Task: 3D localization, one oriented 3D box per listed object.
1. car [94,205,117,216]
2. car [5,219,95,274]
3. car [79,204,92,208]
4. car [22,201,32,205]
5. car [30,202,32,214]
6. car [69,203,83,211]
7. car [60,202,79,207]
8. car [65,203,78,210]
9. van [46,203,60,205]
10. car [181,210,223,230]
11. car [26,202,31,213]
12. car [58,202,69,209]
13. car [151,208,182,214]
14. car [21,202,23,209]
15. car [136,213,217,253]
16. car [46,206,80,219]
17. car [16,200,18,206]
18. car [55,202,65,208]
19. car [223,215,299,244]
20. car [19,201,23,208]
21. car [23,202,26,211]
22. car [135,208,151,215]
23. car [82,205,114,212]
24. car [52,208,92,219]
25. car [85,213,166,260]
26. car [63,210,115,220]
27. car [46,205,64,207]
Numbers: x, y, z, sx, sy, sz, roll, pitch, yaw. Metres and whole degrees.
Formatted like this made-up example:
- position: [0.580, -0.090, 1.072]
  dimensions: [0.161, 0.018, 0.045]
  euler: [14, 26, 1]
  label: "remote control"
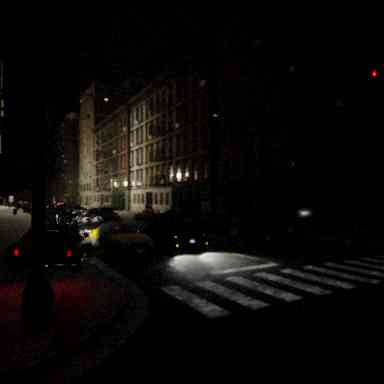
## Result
- position: [-12.133, 2.533, 46.502]
  dimensions: [2.008, 1.369, 4.403]
  euler: [0, -1, -30]
  label: "car"
- position: [-4.463, 1.757, 11.038]
  dimensions: [1.895, 1.301, 4.718]
  euler: [3, -3, -13]
  label: "car"
- position: [-17.467, 2.727, 55.920]
  dimensions: [2.008, 1.369, 4.403]
  euler: [0, -1, -30]
  label: "car"
- position: [-29.705, 2.830, 61.245]
  dimensions: [1.752, 1.417, 4.829]
  euler: [0, -1, -30]
  label: "car"
- position: [-19.122, 2.360, 42.558]
  dimensions: [1.967, 1.590, 4.097]
  euler: [0, -1, -30]
  label: "car"
- position: [-22.801, 2.936, 65.337]
  dimensions: [1.947, 1.339, 4.313]
  euler: [0, -1, -30]
  label: "car"
- position: [-16.387, 2.400, 43.013]
  dimensions: [1.882, 1.535, 5.008]
  euler: [1, -1, -29]
  label: "car"
- position: [-25.467, 3.032, 70.047]
  dimensions: [1.947, 1.339, 4.313]
  euler: [1, -1, -30]
  label: "car"
- position: [-16.455, 2.164, 37.851]
  dimensions: [1.690, 1.788, 3.998]
  euler: [0, -1, -30]
  label: "van"
- position: [1.201, 2.075, 22.956]
  dimensions: [1.802, 1.307, 4.206]
  euler: [0, -1, -30]
  label: "car"
- position: [-24.371, 2.636, 51.827]
  dimensions: [1.752, 1.417, 4.829]
  euler: [0, -1, -30]
  label: "car"
- position: [-30.885, 3.183, 79.614]
  dimensions: [1.752, 1.417, 4.829]
  euler: [1, -1, -30]
  label: "car"
- position: [-1.466, 2.158, 27.665]
  dimensions: [1.947, 1.339, 4.313]
  euler: [0, -1, -30]
  label: "car"
- position: [-32.456, 2.986, 66.101]
  dimensions: [1.802, 1.307, 4.206]
  euler: [0, -1, -30]
  label: "car"
- position: [-0.952, 1.918, 15.648]
  dimensions: [1.994, 1.385, 4.181]
  euler: [1, -1, -30]
  label: "car"
- position: [-11.121, 2.193, 28.428]
  dimensions: [1.947, 1.339, 4.313]
  euler: [0, -1, -30]
  label: "car"
- position: [-43.123, 3.095, 84.943]
  dimensions: [2.192, 1.841, 5.009]
  euler: [1, -1, -30]
  label: "car"
- position: [-33.468, 3.330, 84.174]
  dimensions: [1.802, 1.307, 4.206]
  euler: [1, -1, -30]
  label: "car"
- position: [3.868, 1.961, 18.247]
  dimensions: [1.947, 1.339, 4.313]
  euler: [0, -1, -30]
  label: "car"
- position: [-35.122, 3.049, 70.811]
  dimensions: [2.008, 1.369, 4.403]
  euler: [1, -1, -30]
  label: "car"
- position: [-27.122, 2.776, 56.683]
  dimensions: [1.947, 1.339, 4.313]
  euler: [0, -1, -30]
  label: "car"
- position: [-4.217, 2.218, 32.523]
  dimensions: [1.752, 1.417, 4.829]
  euler: [0, -1, -30]
  label: "car"
- position: [-7.035, 2.056, 26.365]
  dimensions: [1.882, 1.535, 5.008]
  euler: [1, -1, -30]
  label: "car"
- position: [-8.454, 2.095, 23.719]
  dimensions: [1.947, 1.339, 4.313]
  euler: [0, -1, -30]
  label: "car"
- position: [-3.036, 1.855, 14.154]
  dimensions: [1.752, 1.417, 4.829]
  euler: [0, -1, -30]
  label: "car"
- position: [-5.787, 1.982, 19.011]
  dimensions: [2.008, 1.369, 4.403]
  euler: [0, -1, -30]
  label: "car"
- position: [-13.788, 2.307, 33.137]
  dimensions: [1.802, 1.307, 4.206]
  euler: [0, -1, -30]
  label: "car"
